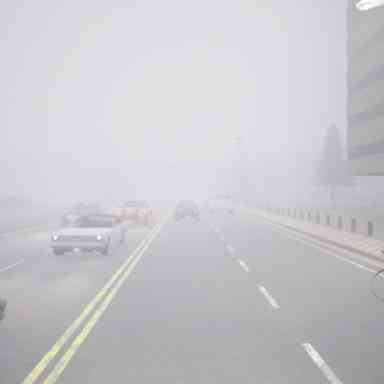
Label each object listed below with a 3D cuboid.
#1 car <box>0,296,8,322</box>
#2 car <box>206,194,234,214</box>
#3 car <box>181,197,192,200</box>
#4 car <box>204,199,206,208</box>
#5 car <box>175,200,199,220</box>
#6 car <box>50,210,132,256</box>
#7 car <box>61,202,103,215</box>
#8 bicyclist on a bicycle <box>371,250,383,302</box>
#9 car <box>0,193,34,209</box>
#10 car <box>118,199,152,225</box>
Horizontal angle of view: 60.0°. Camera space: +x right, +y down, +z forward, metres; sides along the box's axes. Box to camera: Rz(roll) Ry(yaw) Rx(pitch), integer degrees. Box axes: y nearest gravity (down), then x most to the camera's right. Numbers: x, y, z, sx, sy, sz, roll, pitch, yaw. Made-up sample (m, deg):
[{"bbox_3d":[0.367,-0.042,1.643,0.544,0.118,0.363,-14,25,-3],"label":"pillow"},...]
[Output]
[{"bbox_3d":[-3.632,1.545,2.613,2.033,1.411,5.357,0,0,-1],"label":"car"},{"bbox_3d":[2.948,1.180,34.485,2.150,2.045,5.566,0,0,-1],"label":"car"},{"bbox_3d":[-0.687,1.432,41.289,1.882,1.535,5.008,0,0,-1],"label":"car"},{"bbox_3d":[2.763,1.303,43.957,2.097,1.767,4.553,0,0,-1],"label":"car"},{"bbox_3d":[-0.413,1.570,27.266,1.895,1.301,4.718,0,0,-1],"label":"car"},{"bbox_3d":[-3.836,1.586,13.142,1.895,1.301,4.718,0,0,-1],"label":"car"},{"bbox_3d":[-7.445,1.468,22.935,2.128,1.511,4.902,0,0,-1],"label":"car"},{"bbox_3d":[4.426,1.424,6.717,1.656,1.620,0.582,0,0,-1],"label":"bicyclist on a bicycle"},{"bbox_3d":[-21.849,1.108,41.792,1.932,1.855,4.605,0,0,-1],"label":"car"},{"bbox_3d":[-4.023,1.326,23.422,2.097,1.767,4.553,0,0,-1],"label":"car"}]
